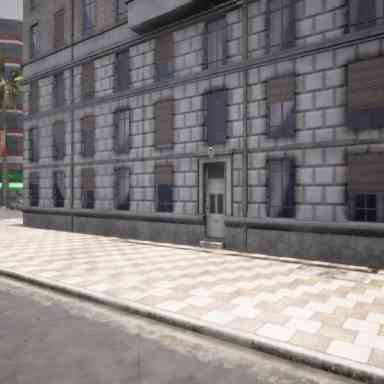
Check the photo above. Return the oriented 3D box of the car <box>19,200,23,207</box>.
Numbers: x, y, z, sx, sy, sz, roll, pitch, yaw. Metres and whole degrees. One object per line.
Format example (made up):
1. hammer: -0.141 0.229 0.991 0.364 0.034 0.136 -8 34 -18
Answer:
1. car: -17.725 1.526 40.103 1.812 1.442 4.674 0 0 36

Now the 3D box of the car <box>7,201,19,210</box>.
1. car: -20.821 1.564 41.787 1.994 1.385 4.181 0 0 36
